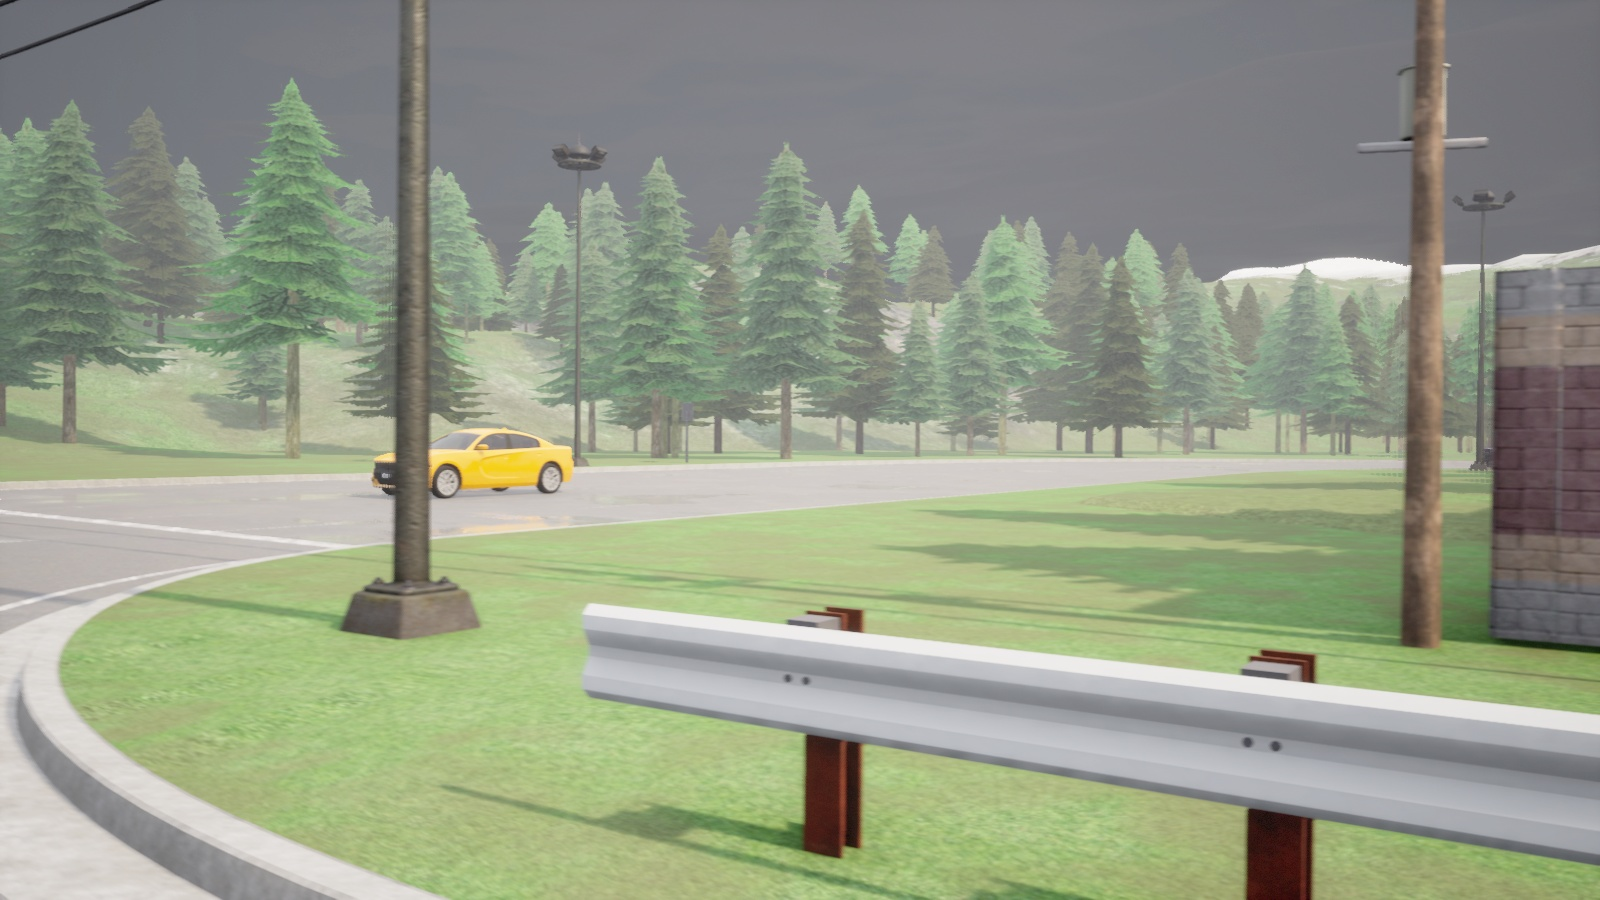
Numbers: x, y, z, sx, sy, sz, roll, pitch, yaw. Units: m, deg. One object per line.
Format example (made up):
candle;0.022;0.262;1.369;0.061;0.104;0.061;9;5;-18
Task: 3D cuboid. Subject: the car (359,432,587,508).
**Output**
car;-7.286;0.386;28.538;1.882;1.535;5.008;0;1;34

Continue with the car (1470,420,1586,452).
car;39.363;-0.774;67.949;5.027;1.651;2.152;-1;1;0
